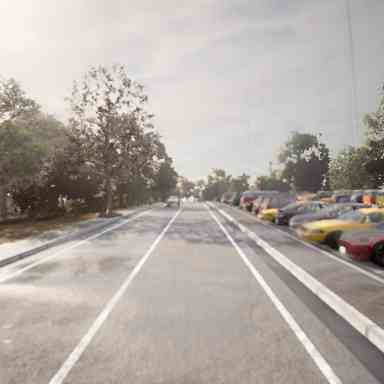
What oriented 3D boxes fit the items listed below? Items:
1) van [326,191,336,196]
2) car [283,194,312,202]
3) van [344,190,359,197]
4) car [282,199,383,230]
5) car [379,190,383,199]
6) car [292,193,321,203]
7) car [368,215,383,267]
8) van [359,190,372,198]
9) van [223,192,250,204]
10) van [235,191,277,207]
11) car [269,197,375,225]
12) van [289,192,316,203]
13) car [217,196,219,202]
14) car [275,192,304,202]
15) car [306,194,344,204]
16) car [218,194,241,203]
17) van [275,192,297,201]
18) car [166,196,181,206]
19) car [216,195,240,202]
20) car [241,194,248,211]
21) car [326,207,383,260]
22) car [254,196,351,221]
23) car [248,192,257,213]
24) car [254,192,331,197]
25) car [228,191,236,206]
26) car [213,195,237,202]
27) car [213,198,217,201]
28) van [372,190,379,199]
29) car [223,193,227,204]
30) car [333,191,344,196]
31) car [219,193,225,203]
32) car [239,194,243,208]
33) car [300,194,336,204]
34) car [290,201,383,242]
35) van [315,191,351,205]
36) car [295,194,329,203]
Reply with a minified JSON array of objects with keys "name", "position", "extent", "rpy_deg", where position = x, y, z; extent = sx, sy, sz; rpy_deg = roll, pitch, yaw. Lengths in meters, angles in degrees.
[{"name":"van","position":[20.354,0.786,43.283],"extent":[4.442,1.987,1.878],"rpy_deg":[-1,-1,1]},{"name":"car","position":[20.683,1.206,65.440],"extent":[4.892,1.521,2.231],"rpy_deg":[-1,-1,1]},{"name":"van","position":[20.302,0.754,37.892],"extent":[4.442,1.987,1.878],"rpy_deg":[-1,0,1]},{"name":"car","position":[7.137,1.290,15.827],"extent":[4.892,1.521,2.231],"rpy_deg":[-1,0,1]},{"name":"car","position":[20.310,0.788,29.573],"extent":[5.566,2.045,2.435],"rpy_deg":[-1,0,1]},{"name":"car","position":[20.602,1.031,59.901],"extent":[4.553,1.767,2.185],"rpy_deg":[-1,0,1]},{"name":"car","position":[7.022,1.380,7.500],"extent":[4.792,1.488,2.163],"rpy_deg":[-1,0,1]},{"name":"van","position":[20.507,0.772,34.987],"extent":[4.442,1.987,1.878],"rpy_deg":[-1,0,1]},{"name":"van","position":[7.646,1.055,57.449],"extent":[4.442,1.987,1.878],"rpy_deg":[-1,-1,1]},{"name":"van","position":[7.197,0.923,35.259],"extent":[4.442,1.987,1.878],"rpy_deg":[-1,0,1]},{"name":"car","position":[7.151,1.270,18.604],"extent":[4.892,1.521,2.231],"rpy_deg":[-1,0,1]},{"name":"van","position":[20.776,0.954,62.670],"extent":[4.442,1.987,1.878],"rpy_deg":[-1,-1,1]},{"name":"car","position":[7.615,1.360,62.998],"extent":[4.792,1.488,2.163],"rpy_deg":[-1,-1,1]},{"name":"car","position":[20.768,1.010,70.978],"extent":[5.566,2.045,2.435],"rpy_deg":[-1,-1,1]},{"name":"car","position":[20.548,1.085,51.589],"extent":[4.892,1.521,2.231],"rpy_deg":[-1,0,1]},{"name":"car","position":[7.670,1.257,68.548],"extent":[4.553,1.767,2.185],"rpy_deg":[-1,-1,1]},{"name":"van","position":[20.886,1.077,73.868],"extent":[4.442,1.987,1.878],"rpy_deg":[-1,-1,1]},{"name":"car","position":[-2.850,1.389,51.118],"extent":[1.812,1.442,4.674],"rpy_deg":[-1,0,1]},{"name":"car","position":[7.673,1.414,71.323],"extent":[5.008,1.535,2.097],"rpy_deg":[-1,-1,1]},{"name":"car","position":[7.258,1.188,29.708],"extent":[5.008,1.535,2.097],"rpy_deg":[-1,0,1]},{"name":"car","position":[7.049,1.359,10.276],"extent":[4.792,1.488,2.163],"rpy_deg":[-1,0,1]},{"name":"car","position":[6.998,1.248,21.381],"extent":[5.366,1.575,1.946],"rpy_deg":[-1,0,1]},{"name":"car","position":[7.204,1.083,26.931],"extent":[4.553,1.767,2.185],"rpy_deg":[-1,0,1]},{"name":"car","position":[7.178,1.103,24.155],"extent":[4.553,1.767,2.185],"rpy_deg":[-1,0,1]},{"name":"car","position":[7.368,0.875,38.033],"extent":[5.566,2.045,2.435],"rpy_deg":[-1,0,1]},{"name":"car","position":[7.536,1.501,76.865],"extent":[5.366,1.575,1.946],"rpy_deg":[-1,-1,1]},{"name":"car","position":[7.581,1.105,65.778],"extent":[5.566,2.045,2.435],"rpy_deg":[-1,-1,1]},{"name":"van","position":[20.482,0.792,32.342],"extent":[4.442,1.987,1.878],"rpy_deg":[-1,0,1]},{"name":"car","position":[7.421,1.239,49.121],"extent":[4.792,1.488,2.163],"rpy_deg":[-1,0,1]},{"name":"car","position":[20.452,0.986,40.510],"extent":[5.008,1.535,2.097],"rpy_deg":[-1,-1,1]},{"name":"car","position":[7.510,1.258,54.671],"extent":[5.008,1.535,2.097],"rpy_deg":[-1,-1,1]},{"name":"car","position":[7.293,1.207,32.484],"extent":[4.674,1.452,2.002],"rpy_deg":[-1,0,1]},{"name":"car","position":[20.576,1.108,54.359],"extent":[5.008,1.535,2.097],"rpy_deg":[-1,-1,1]},{"name":"car","position":[6.919,1.308,13.054],"extent":[5.366,1.575,1.946],"rpy_deg":[-1,0,1]},{"name":"van","position":[20.642,0.832,48.820],"extent":[4.442,1.987,1.878],"rpy_deg":[-1,-1,1]},{"name":"car","position":[20.604,1.133,57.254],"extent":[5.008,1.535,2.097],"rpy_deg":[-1,-1,1]}]
